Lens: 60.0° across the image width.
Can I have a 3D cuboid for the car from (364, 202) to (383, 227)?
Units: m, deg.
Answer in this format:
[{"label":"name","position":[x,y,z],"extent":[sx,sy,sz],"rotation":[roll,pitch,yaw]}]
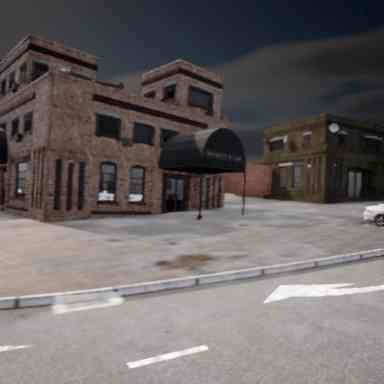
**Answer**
[{"label":"car","position":[11.777,1.126,17.786],"extent":[4.674,1.452,2.002],"rotation":[-2,0,44]}]
